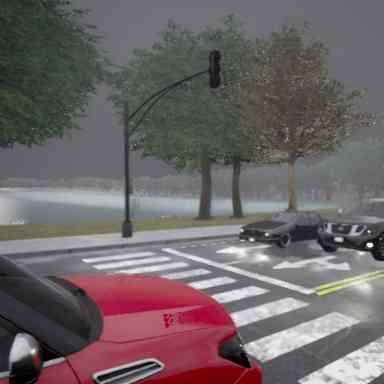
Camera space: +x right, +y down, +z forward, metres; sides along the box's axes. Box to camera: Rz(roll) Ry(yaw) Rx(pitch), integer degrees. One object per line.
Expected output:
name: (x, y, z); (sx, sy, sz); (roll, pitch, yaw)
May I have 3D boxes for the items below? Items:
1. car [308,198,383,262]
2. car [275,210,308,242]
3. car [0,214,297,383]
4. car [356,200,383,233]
car: (7.180, 1.266, 12.765); (5.566, 2.045, 2.150); (1, 0, -35)
car: (4.567, 1.550, 14.899); (5.357, 1.411, 2.033); (1, 0, -36)
car: (-2.080, 1.202, 1.936); (5.566, 2.045, 2.150); (1, 0, -35)
car: (12.335, 1.430, 20.423); (4.553, 1.767, 2.097); (1, 0, -35)
